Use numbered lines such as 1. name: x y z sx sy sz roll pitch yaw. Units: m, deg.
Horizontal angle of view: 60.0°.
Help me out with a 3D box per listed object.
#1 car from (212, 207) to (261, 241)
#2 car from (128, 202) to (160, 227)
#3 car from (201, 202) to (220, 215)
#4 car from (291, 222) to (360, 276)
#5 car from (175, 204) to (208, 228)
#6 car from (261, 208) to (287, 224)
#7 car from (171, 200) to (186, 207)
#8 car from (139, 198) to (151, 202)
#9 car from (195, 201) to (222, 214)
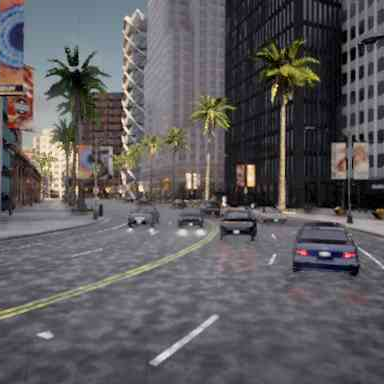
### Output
1. car: 2.647 1.749 18.583 2.128 1.511 4.902 0 -1 11
2. car: -3.550 1.794 25.305 2.128 1.511 4.902 0 -1 1
3. car: 1.572 1.998 37.582 1.837 1.490 4.892 1 -1 -16
4. car: 4.353 1.723 11.147 2.033 1.411 5.357 0 -1 20
5. car: -0.036 1.873 25.421 2.033 1.411 5.357 0 -1 1
6. car: 6.699 2.024 29.254 1.895 1.301 4.718 0 -1 -4
7. car: -2.681 2.318 66.895 2.231 1.521 4.892 1 -1 -22
8. car: -13.610 2.462 94.161 2.185 1.767 4.553 1 -1 -22
9. car: 2.173 2.085 46.206 1.882 1.535 5.008 1 -1 -20
